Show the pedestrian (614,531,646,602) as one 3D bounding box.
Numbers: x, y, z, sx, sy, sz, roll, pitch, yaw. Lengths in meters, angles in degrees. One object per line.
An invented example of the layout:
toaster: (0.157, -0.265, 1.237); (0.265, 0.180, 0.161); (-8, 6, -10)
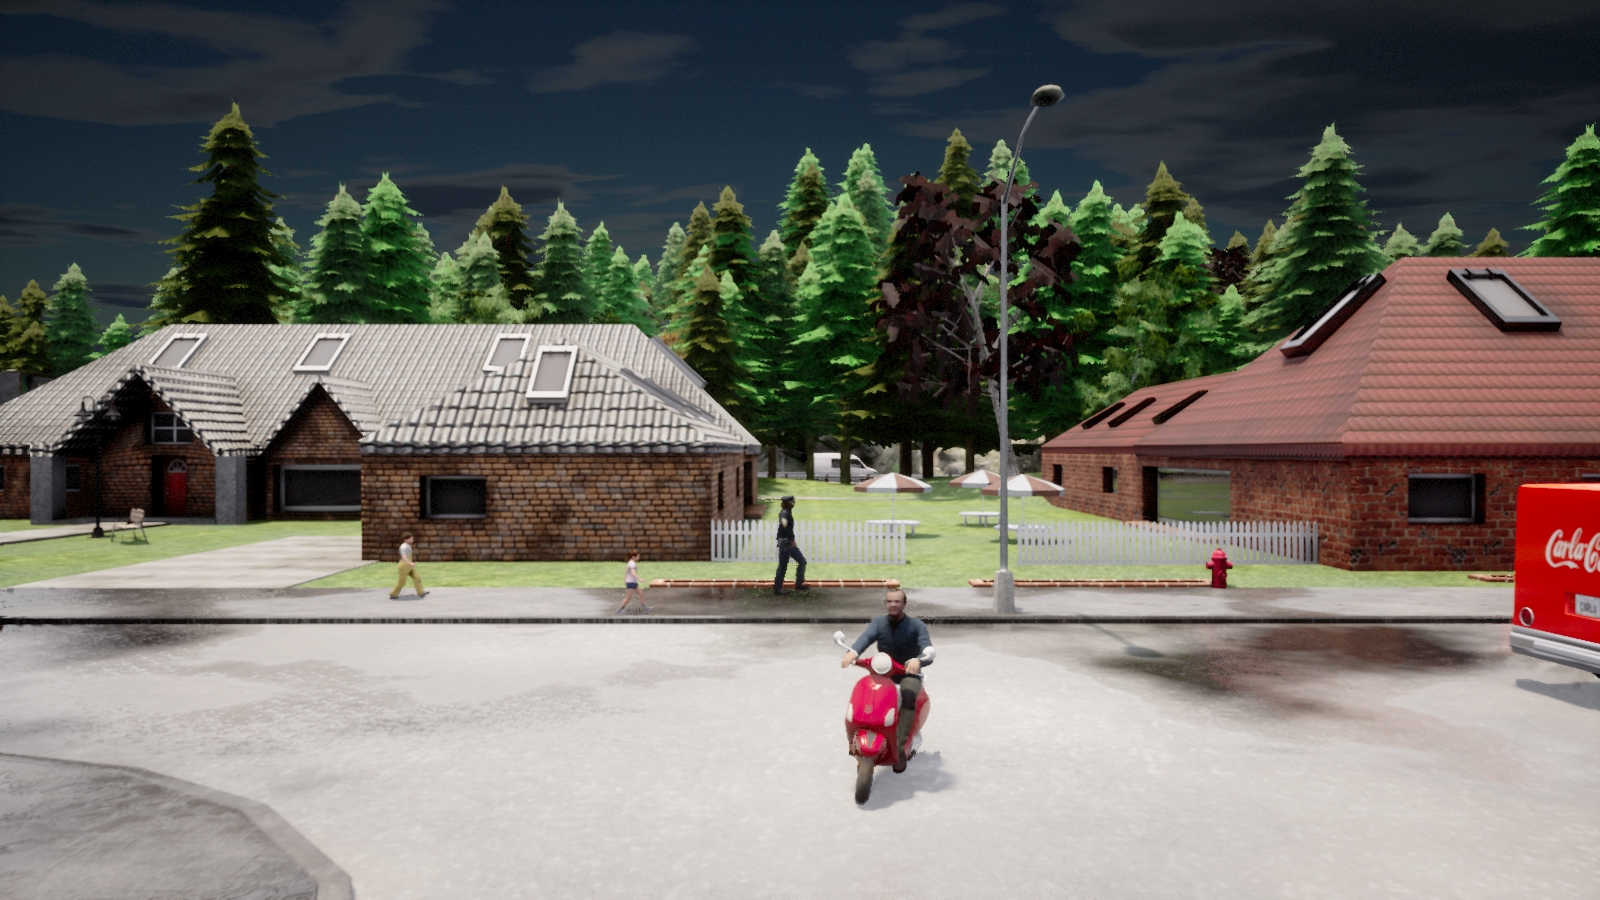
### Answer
pedestrian: (-2.786, 1.904, 18.746); (0.500, 1.100, 0.500); (0, 0, -6)

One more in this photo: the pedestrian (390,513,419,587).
pedestrian: (-7.131, 1.804, 20.602); (0.375, 1.300, 0.375); (0, 0, 1)

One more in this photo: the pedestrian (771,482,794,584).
pedestrian: (-0.320, 1.524, 21.100); (0.375, 1.860, 0.375); (0, 0, 8)

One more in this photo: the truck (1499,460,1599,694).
truck: (11.096, 1.353, 12.597); (5.204, 2.467, 2.627); (0, 0, -4)
